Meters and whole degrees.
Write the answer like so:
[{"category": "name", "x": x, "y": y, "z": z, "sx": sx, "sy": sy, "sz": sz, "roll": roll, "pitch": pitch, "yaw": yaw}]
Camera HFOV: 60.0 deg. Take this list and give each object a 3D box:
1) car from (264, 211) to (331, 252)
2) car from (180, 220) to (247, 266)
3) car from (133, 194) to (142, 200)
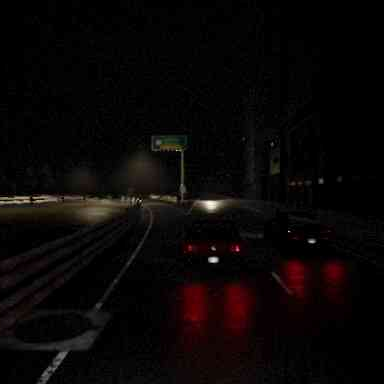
[{"category": "car", "x": 4.253, "y": 1.528, "z": 13.895, "sx": 1.812, "sy": 1.442, "sz": 4.674, "roll": 0, "pitch": 0, "yaw": 2}, {"category": "car", "x": 0.677, "y": 1.605, "z": 11.508, "sx": 1.895, "sy": 1.301, "sz": 4.718, "roll": 0, "pitch": 0, "yaw": 2}, {"category": "car", "x": -13.279, "y": 1.278, "z": 81.329, "sx": 1.882, "sy": 1.535, "sz": 5.008, "roll": 0, "pitch": 0, "yaw": -14}]
